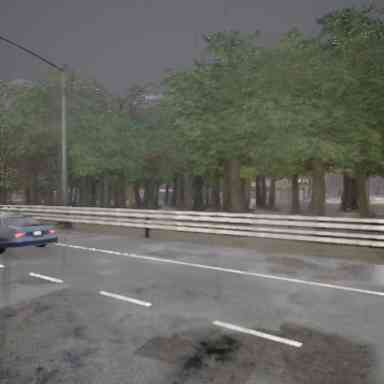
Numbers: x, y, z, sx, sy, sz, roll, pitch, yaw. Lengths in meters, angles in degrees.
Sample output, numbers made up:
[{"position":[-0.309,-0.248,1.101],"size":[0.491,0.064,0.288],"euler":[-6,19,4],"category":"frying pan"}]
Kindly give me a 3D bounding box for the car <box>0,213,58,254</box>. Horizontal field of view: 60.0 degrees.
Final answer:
[{"position":[-7.731,1.582,13.697],"size":[5.357,1.411,2.033],"euler":[0,0,36],"category":"car"}]
